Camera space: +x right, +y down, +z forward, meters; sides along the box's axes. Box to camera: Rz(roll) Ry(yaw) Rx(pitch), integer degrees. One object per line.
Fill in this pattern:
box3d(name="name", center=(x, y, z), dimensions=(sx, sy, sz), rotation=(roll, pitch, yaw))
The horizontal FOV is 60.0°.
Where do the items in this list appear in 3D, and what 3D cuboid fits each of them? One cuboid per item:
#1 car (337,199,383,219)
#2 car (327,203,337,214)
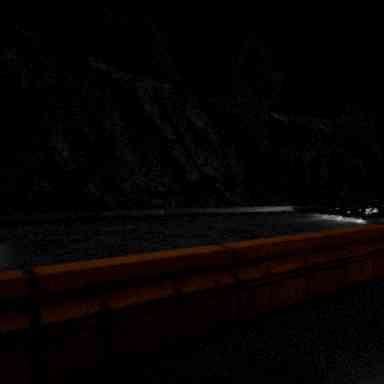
box3d(name="car", center=(15.145, 1.442, 28.463), dimensions=(4.892, 1.490, 1.837), rotation=(0, 0, -24))
box3d(name="car", center=(15.342, 1.432, 32.386), dimensions=(4.892, 1.490, 1.837), rotation=(0, 0, -24))
